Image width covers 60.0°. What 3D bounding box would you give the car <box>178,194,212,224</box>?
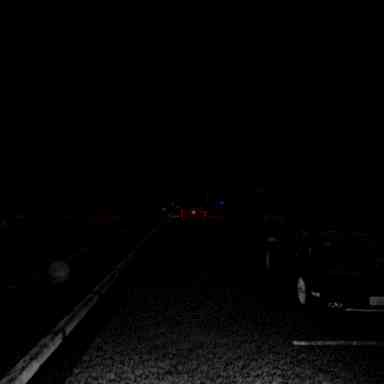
[{"bbox_3d":[0.102,1.288,24.597,2.097,1.767,4.553,0,3,0],"label":"car"}]

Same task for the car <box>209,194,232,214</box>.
[{"bbox_3d":[2.990,1.230,35.406,2.435,2.045,5.566,0,0,0],"label":"car"}]

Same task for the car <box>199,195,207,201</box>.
[{"bbox_3d":[2.977,1.701,90.581,2.231,1.521,4.892,0,0,0],"label":"car"}]

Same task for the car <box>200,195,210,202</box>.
[{"bbox_3d":[2.979,1.511,79.641,2.185,1.767,4.553,0,0,0],"label":"car"}]

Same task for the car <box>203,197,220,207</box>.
[{"bbox_3d":[2.986,1.507,51.934,2.231,1.521,4.892,0,0,0],"label":"car"}]

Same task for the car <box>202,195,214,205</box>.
[{"bbox_3d":[2.983,1.422,62.951,2.185,1.767,4.553,0,0,0],"label":"car"}]

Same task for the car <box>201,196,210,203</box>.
[{"bbox_3d":[2.981,1.646,74.147,2.002,1.452,4.674,0,0,0],"label":"car"}]

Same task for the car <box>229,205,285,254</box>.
[{"bbox_3d":[2.994,1.489,13.407,2.231,1.521,4.892,0,0,0],"label":"car"}]

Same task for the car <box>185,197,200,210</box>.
[{"bbox_3d":[0.091,1.484,42.939,1.882,1.535,5.008,0,0,0],"label":"car"}]

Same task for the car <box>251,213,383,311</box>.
[{"bbox_3d":[2.995,1.487,7.760,2.231,1.521,4.892,0,0,0],"label":"car"}]

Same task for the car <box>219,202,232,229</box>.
[{"bbox_3d":[2.992,1.517,18.965,2.163,1.488,4.792,0,0,0],"label":"car"}]

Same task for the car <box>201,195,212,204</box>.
[{"bbox_3d":[2.982,1.449,68.471,2.185,1.767,4.553,0,0,0],"label":"car"}]

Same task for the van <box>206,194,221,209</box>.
[{"bbox_3d":[2.987,1.266,46.536,1.878,1.987,4.442,0,0,0],"label":"van"}]
